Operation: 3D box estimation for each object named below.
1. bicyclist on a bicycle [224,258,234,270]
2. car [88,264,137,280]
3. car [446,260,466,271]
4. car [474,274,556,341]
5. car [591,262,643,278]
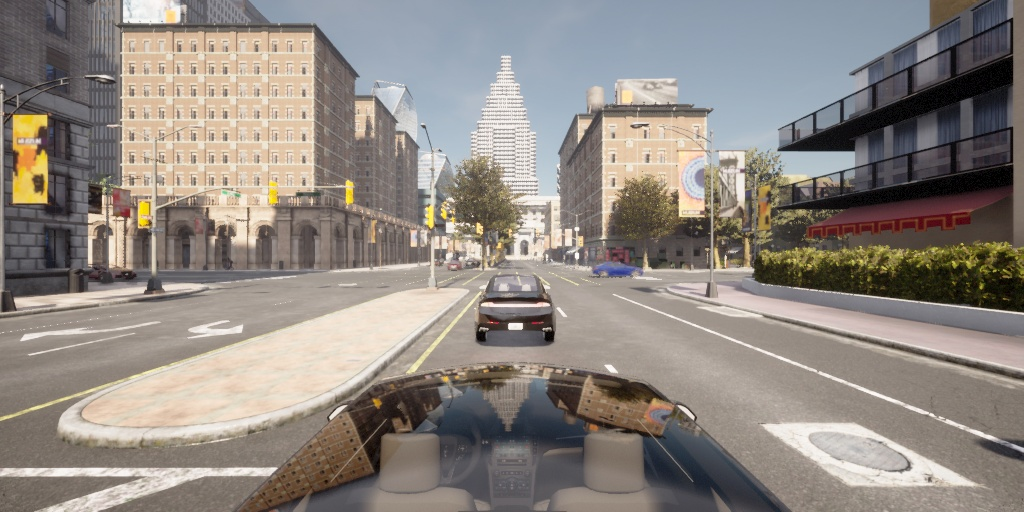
[{"bbox_3d":[-37.237,1.050,47.246,0.582,1.620,1.656,0,0,0],"label":"bicyclist on a bicycle"},{"bbox_3d":[-33.463,1.314,29.294,4.181,1.385,1.994,0,0,0],"label":"car"},{"bbox_3d":[-7.841,1.275,49.413,1.812,1.442,4.674,0,0,-4],"label":"car"},{"bbox_3d":[0.083,1.242,9.836,2.128,1.511,4.902,0,0,0],"label":"car"},{"bbox_3d":[9.705,1.275,33.252,4.674,1.442,1.812,0,0,5],"label":"car"}]
